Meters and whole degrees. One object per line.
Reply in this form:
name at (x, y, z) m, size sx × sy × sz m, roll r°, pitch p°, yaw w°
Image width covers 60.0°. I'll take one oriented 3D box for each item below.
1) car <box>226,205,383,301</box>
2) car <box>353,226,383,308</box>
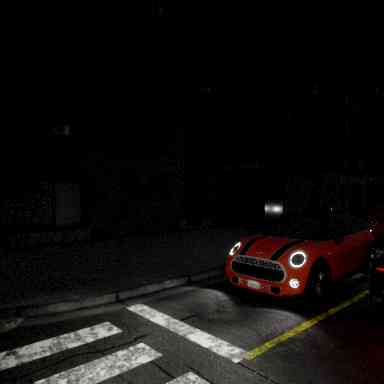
car at (2.907, 1.323, 8.433) m, size 4.553 × 1.767 × 2.097 m, roll 0°, pitch 0°, yaw -43°
car at (5.277, 1.491, 6.778) m, size 4.892 × 1.490 × 1.837 m, roll 0°, pitch 0°, yaw -43°
